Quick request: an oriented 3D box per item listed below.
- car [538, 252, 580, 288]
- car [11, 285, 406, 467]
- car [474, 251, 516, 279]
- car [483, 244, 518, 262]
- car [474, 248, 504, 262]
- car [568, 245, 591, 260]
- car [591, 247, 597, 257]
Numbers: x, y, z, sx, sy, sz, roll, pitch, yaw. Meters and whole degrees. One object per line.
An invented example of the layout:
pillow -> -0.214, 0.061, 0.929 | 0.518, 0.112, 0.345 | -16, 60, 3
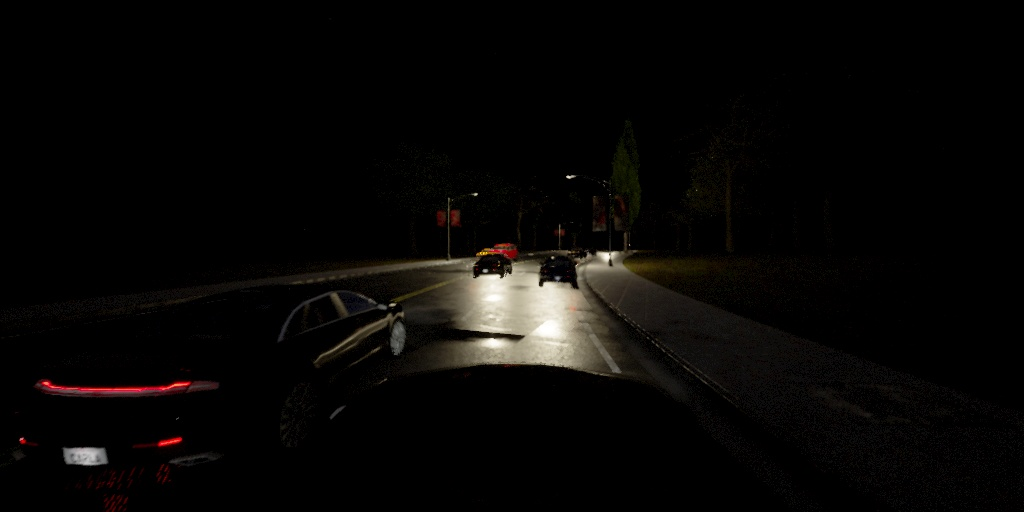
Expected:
car -> 2.363, 0.734, 18.401 | 1.812, 1.442, 4.674 | 0, 2, 8
car -> -2.983, 1.140, 4.972 | 2.128, 1.511, 4.902 | 0, 2, 1
car -> -1.149, 0.595, 22.846 | 1.812, 1.442, 4.674 | 0, 2, 9
car -> -0.960, -0.257, 38.772 | 2.150, 2.045, 5.566 | 0, 2, 17
car -> -2.749, -0.151, 43.816 | 1.882, 1.535, 5.008 | 0, 2, 19
car -> 8.267, -0.305, 45.327 | 2.128, 1.511, 4.902 | 0, 2, 21
car -> 11.897, -0.655, 55.315 | 1.837, 1.490, 4.892 | 0, 2, 21
